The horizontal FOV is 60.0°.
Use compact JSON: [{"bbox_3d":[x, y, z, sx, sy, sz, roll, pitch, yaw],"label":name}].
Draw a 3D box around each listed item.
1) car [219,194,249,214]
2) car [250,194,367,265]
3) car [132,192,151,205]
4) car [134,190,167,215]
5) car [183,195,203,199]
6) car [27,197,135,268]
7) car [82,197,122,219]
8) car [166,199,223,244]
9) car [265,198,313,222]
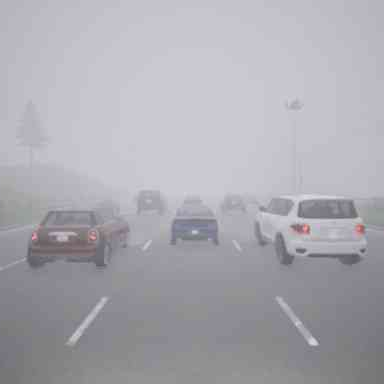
[{"bbox_3d":[3.565,0.942,30.182,2.097,1.767,4.553,0,1,0],"label":"car"},{"bbox_3d":[3.602,1.071,11.142,2.150,2.045,5.566,0,1,0],"label":"car"},{"bbox_3d":[-6.911,0.856,45.930,1.882,1.535,5.008,0,1,0],"label":"car"},{"bbox_3d":[-3.438,0.829,29.161,2.150,2.045,5.566,0,1,0],"label":"car"},{"bbox_3d":[0.085,1.021,33.681,1.882,1.535,5.008,0,1,0],"label":"car"},{"bbox_3d":[-3.399,1.204,10.862,2.097,1.767,4.553,0,1,0],"label":"car"},{"bbox_3d":[-6.963,1.170,26.180,1.812,1.442,4.674,0,1,1],"label":"car"},{"bbox_3d":[0.101,1.278,14.666,1.882,1.535,5.008,0,1,0],"label":"car"},{"bbox_3d":[7.021,1.213,24.708,2.033,1.411,5.357,0,1,1],"label":"car"}]
